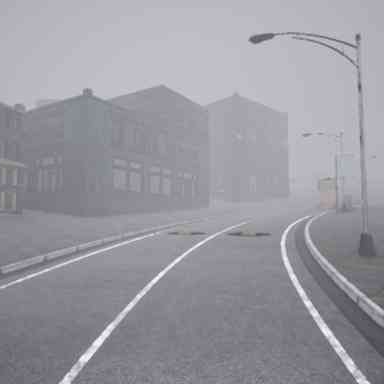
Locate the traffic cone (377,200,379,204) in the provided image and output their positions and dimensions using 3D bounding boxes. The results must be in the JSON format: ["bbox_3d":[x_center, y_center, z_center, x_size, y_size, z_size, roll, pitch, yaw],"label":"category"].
[{"bbox_3d":[26.913,1.436,48.140,0.340,0.580,0.340,4,-10,-40],"label":"traffic cone"}]

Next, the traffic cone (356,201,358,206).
[{"bbox_3d":[24.098,1.667,48.330,0.340,0.580,0.340,0,-4,-40],"label":"traffic cone"}]

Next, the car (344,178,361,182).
[{"bbox_3d":[39.901,-2.808,83.273,4.892,1.521,2.231,0,-5,0],"label":"car"}]

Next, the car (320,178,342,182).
[{"bbox_3d":[34.381,-2.781,83.249,4.892,1.521,2.231,0,-5,0],"label":"car"}]

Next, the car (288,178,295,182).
[{"bbox_3d":[23.439,-2.826,83.225,4.553,1.767,2.185,0,-5,0],"label":"car"}]

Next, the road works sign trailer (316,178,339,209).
[{"bbox_3d":[16.557,0.151,40.087,2.880,3.560,2.380,-4,0,-39],"label":"road works sign trailer"}]

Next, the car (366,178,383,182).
[{"bbox_3d":[45.448,-2.770,83.397,4.674,1.452,2.002,0,-5,-1],"label":"car"}]
